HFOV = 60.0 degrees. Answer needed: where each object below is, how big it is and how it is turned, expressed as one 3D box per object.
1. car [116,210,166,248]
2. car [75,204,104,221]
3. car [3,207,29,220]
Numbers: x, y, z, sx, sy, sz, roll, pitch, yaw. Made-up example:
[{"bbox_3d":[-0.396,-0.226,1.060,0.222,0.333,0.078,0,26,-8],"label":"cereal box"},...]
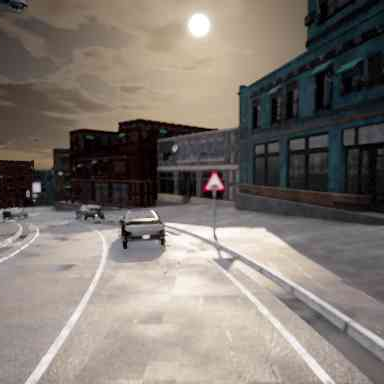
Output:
[{"bbox_3d":[-2.439,1.592,15.526,2.128,1.511,4.902,-1,0,-15],"label":"car"},{"bbox_3d":[-10.000,1.959,32.245,1.837,1.490,4.892,-2,-1,-33],"label":"car"},{"bbox_3d":[-21.807,2.600,41.048,1.812,1.442,4.674,-4,1,-44],"label":"car"}]
